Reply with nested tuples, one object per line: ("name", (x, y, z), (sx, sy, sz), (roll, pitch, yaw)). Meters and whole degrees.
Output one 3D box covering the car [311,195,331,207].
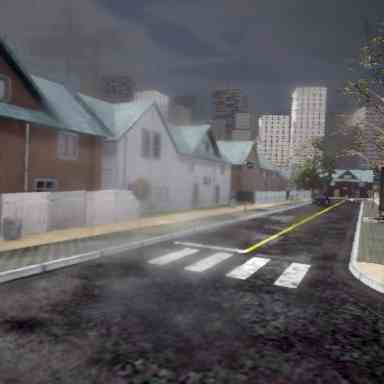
("car", (16.895, 1.129, 43.394), (1.994, 1.385, 4.181), (3, 2, 28))
